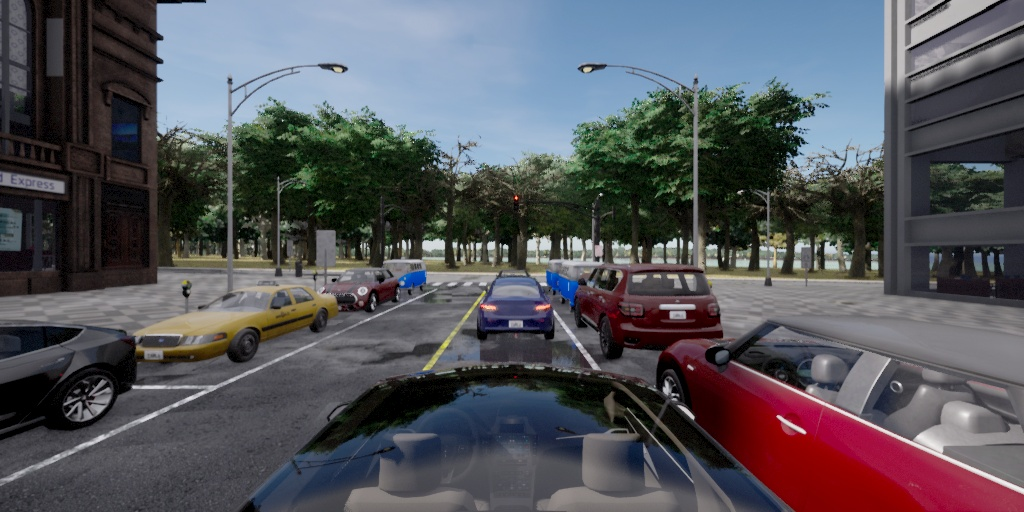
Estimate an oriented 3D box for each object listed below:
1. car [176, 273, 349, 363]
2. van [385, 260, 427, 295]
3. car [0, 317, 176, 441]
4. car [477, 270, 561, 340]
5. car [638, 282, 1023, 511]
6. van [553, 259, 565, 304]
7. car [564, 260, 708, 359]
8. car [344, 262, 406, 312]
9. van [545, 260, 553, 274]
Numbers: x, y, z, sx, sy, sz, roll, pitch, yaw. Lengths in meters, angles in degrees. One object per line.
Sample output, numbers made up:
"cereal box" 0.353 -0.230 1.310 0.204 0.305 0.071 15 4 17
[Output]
"car" -5.765 1.273 8.180 1.751 1.417 4.829 0 0 0
"van" -5.769 1.085 19.225 1.690 1.789 3.998 0 0 0
"car" -5.763 1.315 2.912 1.948 1.339 4.313 0 0 0
"car" 0.095 1.273 9.889 1.812 1.442 4.674 0 0 0
"car" 2.762 1.189 2.915 1.967 1.591 4.097 0 0 0
"van" 2.758 1.087 13.790 1.690 1.789 3.998 0 0 0
"car" 2.760 1.062 8.353 2.192 1.841 5.009 0 0 0
"car" -5.767 1.186 13.787 1.967 1.591 4.097 0 0 0
"van" 2.756 1.085 19.228 1.690 1.789 3.998 0 0 0
